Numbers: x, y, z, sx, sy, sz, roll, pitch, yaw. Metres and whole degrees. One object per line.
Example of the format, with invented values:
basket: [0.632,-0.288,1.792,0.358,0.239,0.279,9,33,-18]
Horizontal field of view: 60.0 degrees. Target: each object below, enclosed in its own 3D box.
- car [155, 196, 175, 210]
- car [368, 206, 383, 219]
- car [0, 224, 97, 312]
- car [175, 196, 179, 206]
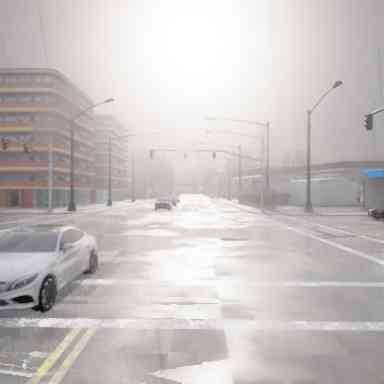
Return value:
car: [-3.569,1.472,41.998,1.882,1.535,5.008,0,0,0]
car: [16.627,1.501,26.450,4.892,1.490,1.837,0,0,0]
car: [-3.594,1.528,7.830,1.812,1.442,4.674,0,0,0]
car: [-3.551,1.593,54.583,1.895,1.301,4.718,0,0,0]
